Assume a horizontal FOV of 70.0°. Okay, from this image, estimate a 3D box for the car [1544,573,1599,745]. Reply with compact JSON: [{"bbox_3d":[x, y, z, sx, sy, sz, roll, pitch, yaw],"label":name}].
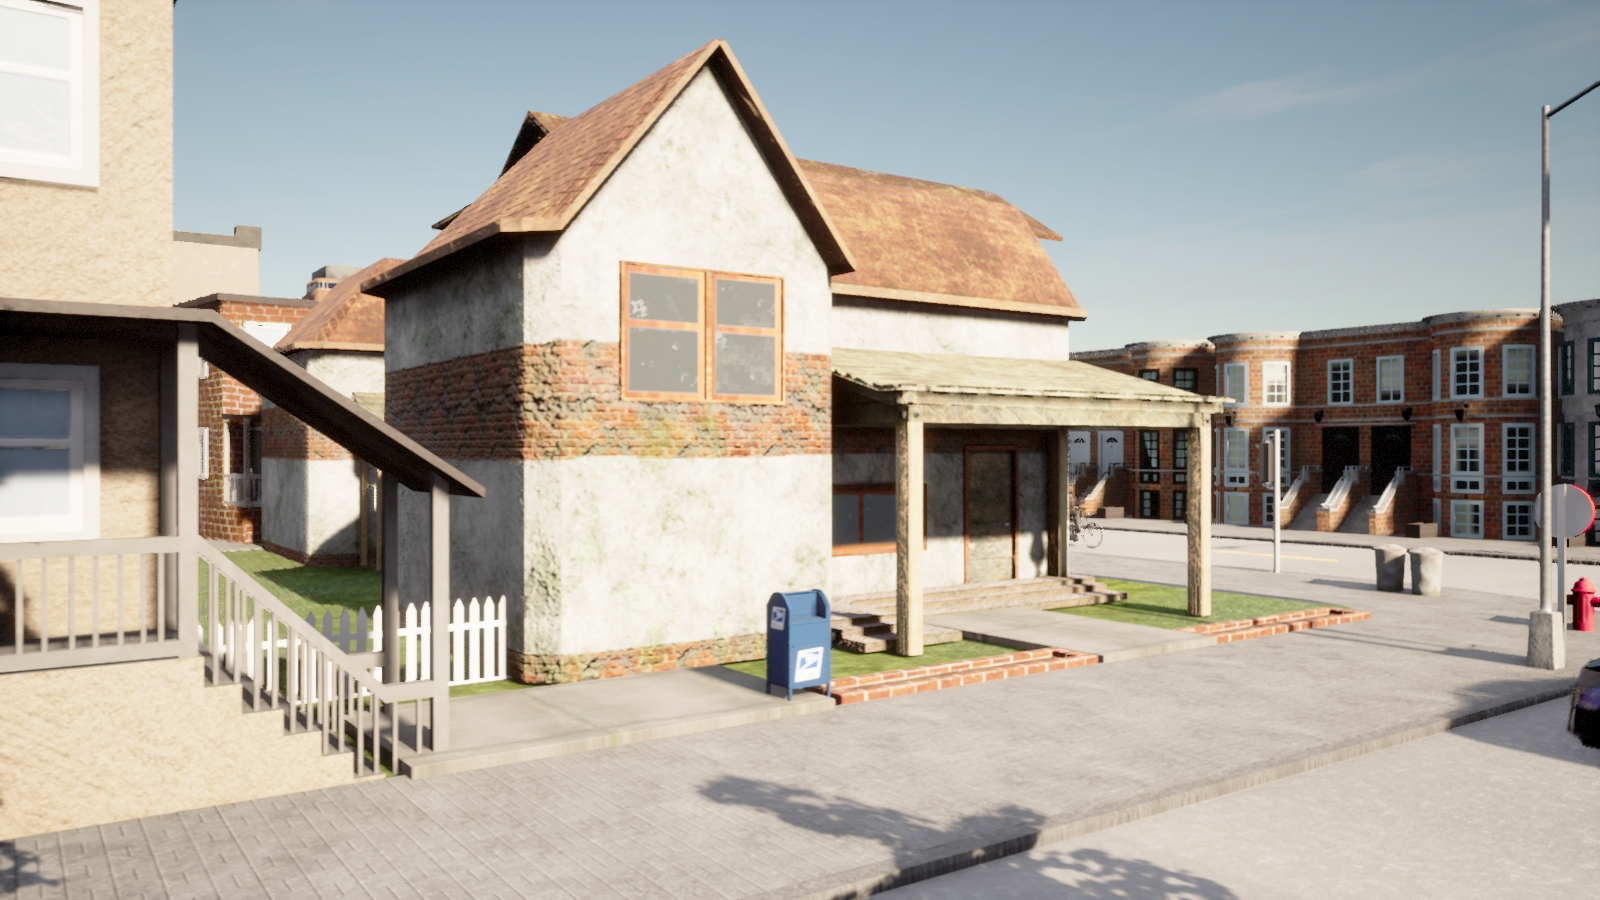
[{"bbox_3d":[9.030,1.881,10.707,4.181,1.385,1.994,0,0,-34],"label":"car"}]
